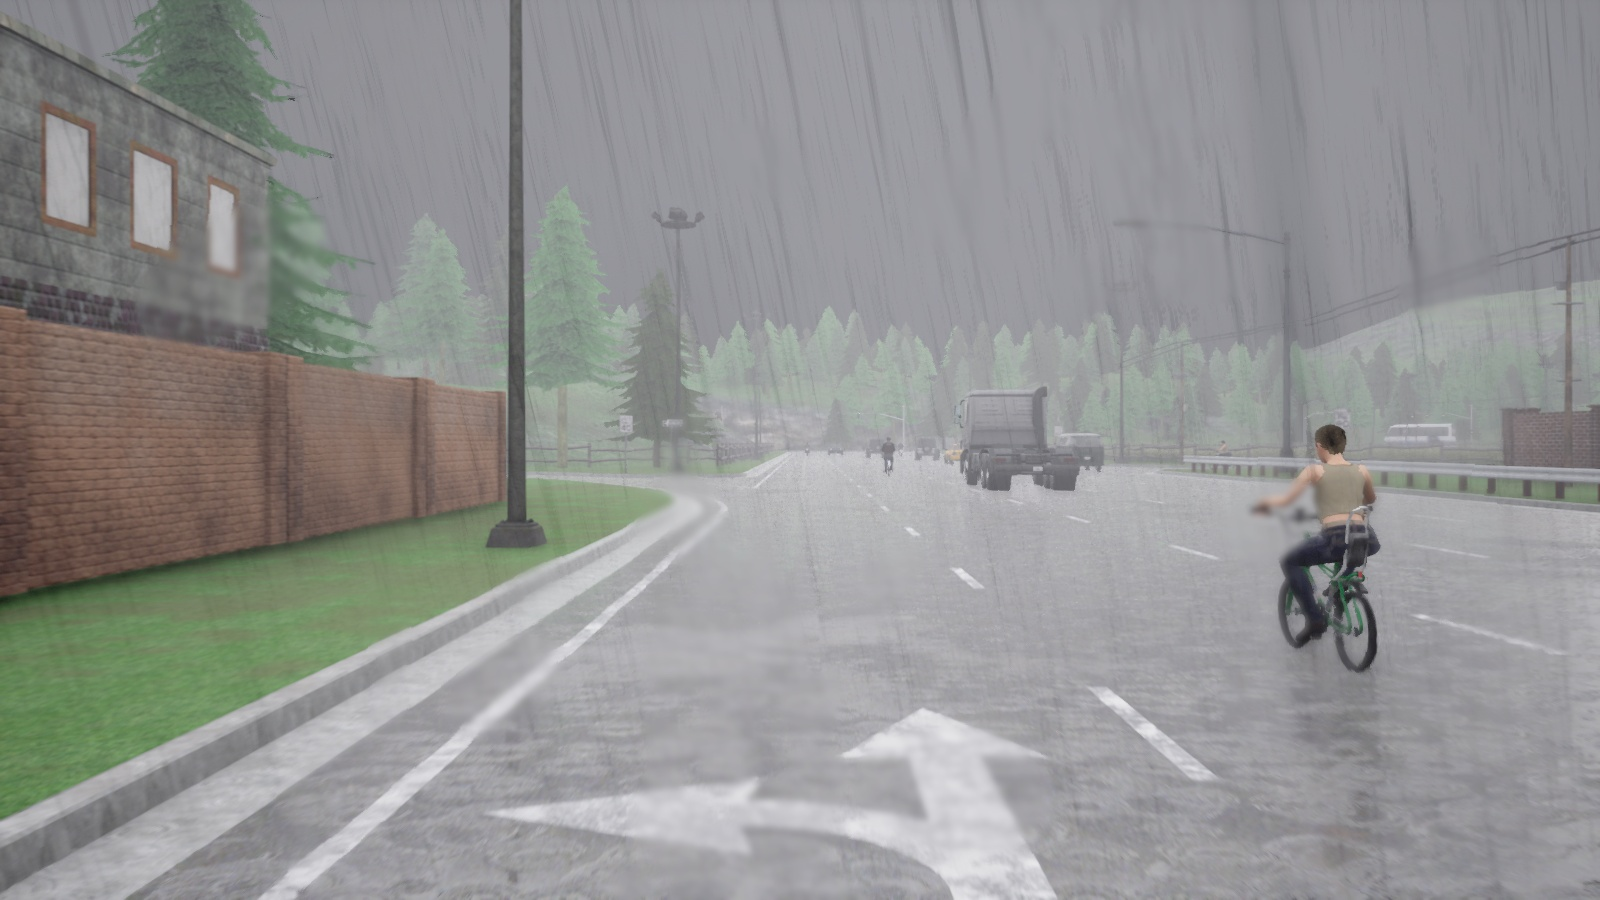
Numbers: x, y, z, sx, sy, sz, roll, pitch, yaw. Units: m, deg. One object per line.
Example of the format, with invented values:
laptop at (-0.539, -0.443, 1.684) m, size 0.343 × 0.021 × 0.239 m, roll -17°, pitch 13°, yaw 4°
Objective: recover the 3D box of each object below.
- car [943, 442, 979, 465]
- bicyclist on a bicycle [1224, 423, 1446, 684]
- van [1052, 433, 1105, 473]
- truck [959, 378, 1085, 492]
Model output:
car at (11.005, 0.208, 86.339) m, size 1.801 × 1.575 × 5.366 m, roll 0°, pitch 0°, yaw 0°
bicyclist on a bicycle at (3.569, 0.638, 8.537) m, size 0.866 × 1.612 × 1.509 m, roll 0°, pitch 0°, yaw 0°
van at (14.384, 0.145, 65.043) m, size 1.775 × 1.987 × 4.442 m, roll 0°, pitch 0°, yaw 0°
truck at (7.255, -0.467, 42.171) m, size 2.891 × 3.462 × 7.936 m, roll 0°, pitch 0°, yaw 0°
